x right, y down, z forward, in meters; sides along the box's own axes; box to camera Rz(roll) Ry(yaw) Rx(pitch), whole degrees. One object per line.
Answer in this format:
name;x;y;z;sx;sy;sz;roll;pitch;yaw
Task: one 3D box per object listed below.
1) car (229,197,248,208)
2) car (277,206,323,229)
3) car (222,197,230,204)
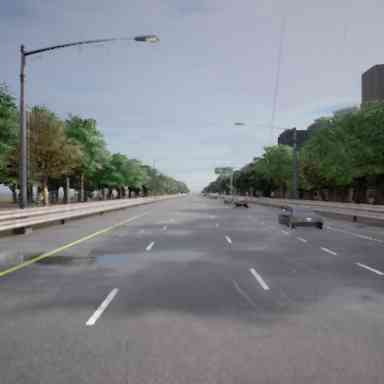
car;7.112;1.632;49.511;1.837;1.490;4.892;0;0;0
car;7.017;1.614;21.937;1.994;1.385;4.181;0;0;0
car;7.217;1.728;67.180;2.033;1.411;5.357;0;0;0
